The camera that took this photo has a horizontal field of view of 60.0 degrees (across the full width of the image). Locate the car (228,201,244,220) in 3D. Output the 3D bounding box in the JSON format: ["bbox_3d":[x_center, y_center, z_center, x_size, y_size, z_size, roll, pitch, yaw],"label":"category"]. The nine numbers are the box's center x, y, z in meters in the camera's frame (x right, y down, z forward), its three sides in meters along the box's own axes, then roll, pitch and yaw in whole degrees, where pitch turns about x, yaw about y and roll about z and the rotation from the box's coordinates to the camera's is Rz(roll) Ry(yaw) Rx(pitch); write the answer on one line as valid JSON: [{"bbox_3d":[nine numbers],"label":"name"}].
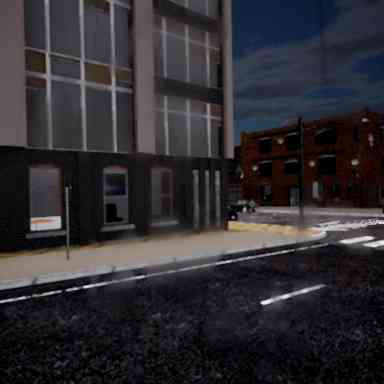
[{"bbox_3d":[2.065,1.721,28.796,1.947,1.339,4.313,-3,1,-37],"label":"car"}]

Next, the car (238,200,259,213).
[{"bbox_3d":[5.703,1.606,38.384,2.008,1.369,4.403,-3,1,-37],"label":"car"}]
